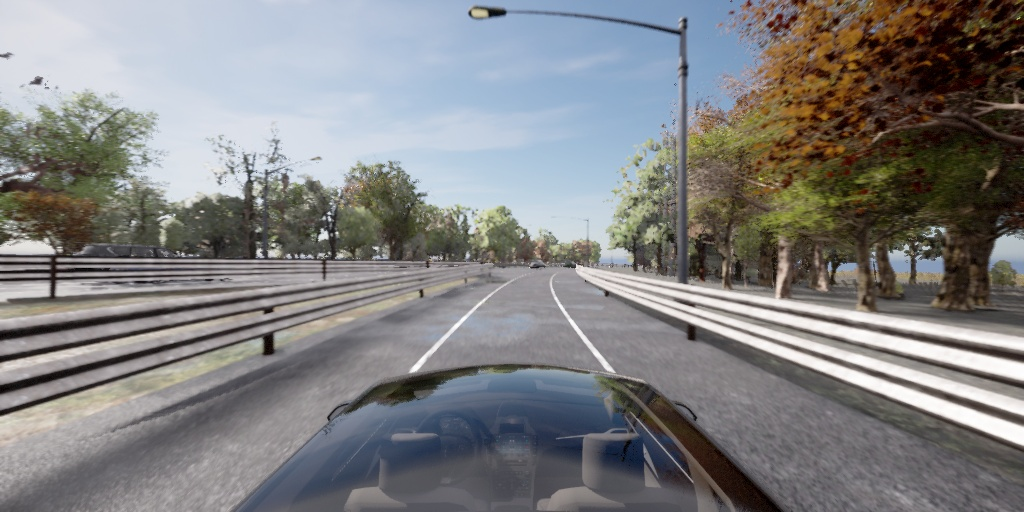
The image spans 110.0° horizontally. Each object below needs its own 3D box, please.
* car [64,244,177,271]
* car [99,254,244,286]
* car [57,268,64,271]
[{"bbox_3d":[-20.846,0.429,20.620,2.150,2.045,5.566,0,-1,22],"label":"car"},{"bbox_3d":[-17.647,0.772,19.202,2.033,1.411,5.357,0,-1,22],"label":"car"},{"bbox_3d":[-24.108,0.556,21.890,2.097,1.767,4.553,0,-1,22],"label":"car"}]
